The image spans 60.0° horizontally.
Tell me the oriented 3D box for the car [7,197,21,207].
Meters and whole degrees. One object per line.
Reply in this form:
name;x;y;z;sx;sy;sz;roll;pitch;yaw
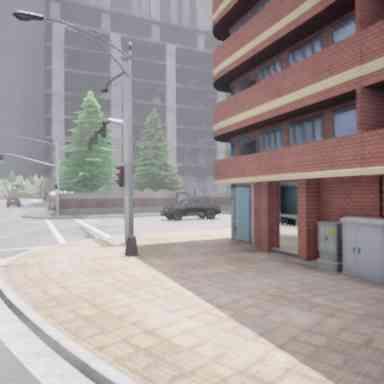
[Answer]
car;-36.206;2.014;67.413;2.150;2.045;5.566;0;0;-25

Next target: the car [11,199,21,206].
car;-40.690;2.420;76.998;1.812;1.442;4.674;0;0;-25

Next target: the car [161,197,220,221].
car;-0.073;1.517;30.575;5.566;2.045;2.150;0;0;-25
